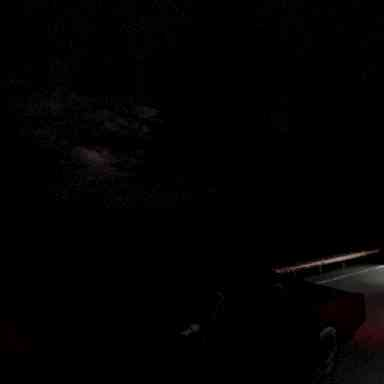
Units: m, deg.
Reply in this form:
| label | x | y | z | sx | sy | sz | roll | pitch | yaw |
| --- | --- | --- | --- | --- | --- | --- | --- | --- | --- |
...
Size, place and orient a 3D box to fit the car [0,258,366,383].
| label | x | y | z | sx | sy | sz | roll | pitch | yaw |
| --- | --- | --- | --- | --- | --- | --- | --- | --- | --- |
| car | 0.027 | 1.610 | 4.016 | 4.718 | 1.301 | 1.895 | 0 | 0 | -36 |
